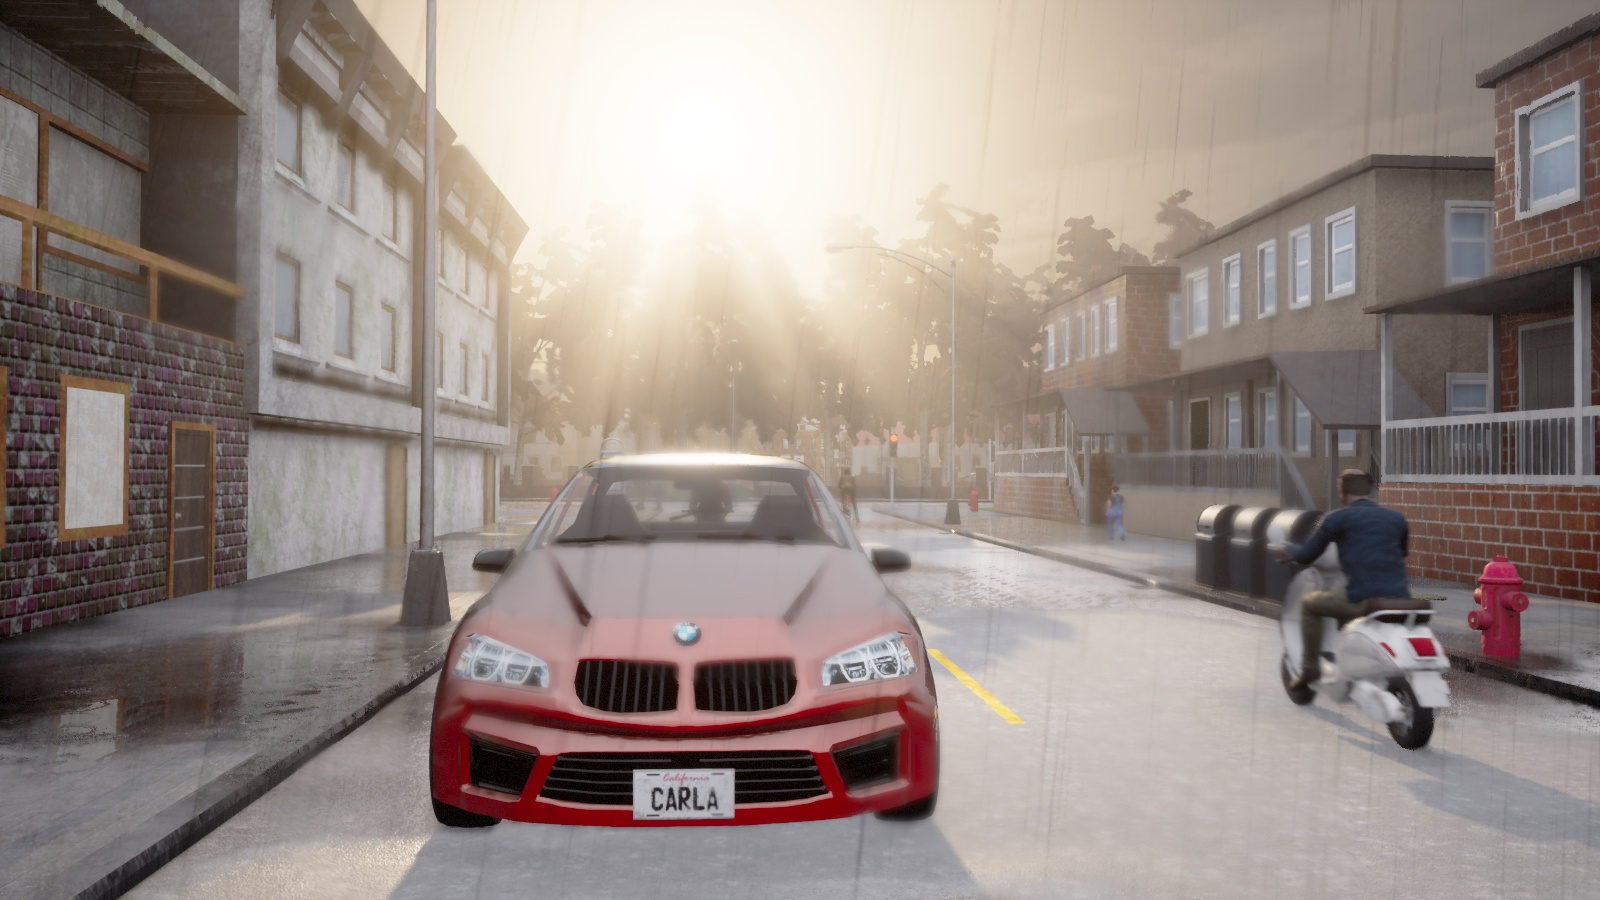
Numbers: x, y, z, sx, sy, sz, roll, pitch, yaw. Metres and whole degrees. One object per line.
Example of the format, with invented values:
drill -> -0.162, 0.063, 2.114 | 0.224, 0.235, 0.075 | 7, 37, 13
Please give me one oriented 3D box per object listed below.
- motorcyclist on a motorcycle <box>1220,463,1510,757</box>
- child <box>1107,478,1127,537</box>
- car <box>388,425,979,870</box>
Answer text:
motorcyclist on a motorcycle -> 3.389, 0.885, 7.761 | 0.866, 1.590, 1.817 | 0, -1, -4
child -> 6.788, 1.228, 26.894 | 0.270, 1.263, 0.437 | 0, -1, -4
car -> -0.578, 0.780, 7.099 | 2.242, 1.667, 4.611 | 0, -1, -4
